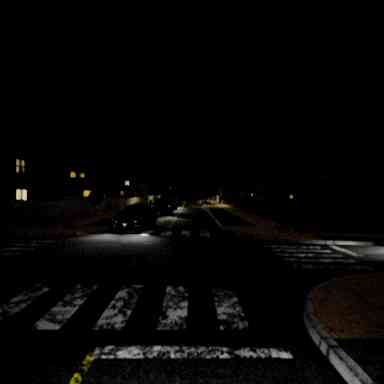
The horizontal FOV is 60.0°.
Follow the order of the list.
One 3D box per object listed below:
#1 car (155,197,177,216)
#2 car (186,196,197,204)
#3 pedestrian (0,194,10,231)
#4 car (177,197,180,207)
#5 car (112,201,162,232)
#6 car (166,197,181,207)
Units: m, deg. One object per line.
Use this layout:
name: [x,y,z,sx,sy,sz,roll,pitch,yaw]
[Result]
car: [-2.893,1.368,32.163,2.097,1.767,4.553,0,0,0]
car: [-0.095,1.615,65.925,1.837,1.490,4.892,0,0,0]
pedestrian: [-9.653,1.020,16.875,0.375,1.860,0.375,0,-2,0]
car: [-2.907,1.565,43.311,1.812,1.442,4.674,0,0,0]
car: [-3.346,1.506,20.155,1.837,1.490,4.892,0,0,6]
car: [-2.883,1.560,53.839,2.128,1.511,4.902,0,0,0]
